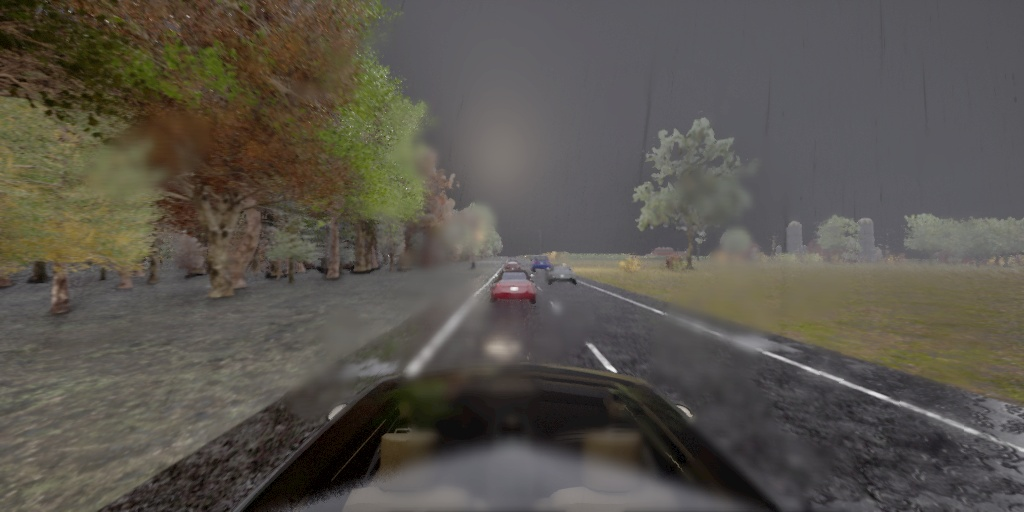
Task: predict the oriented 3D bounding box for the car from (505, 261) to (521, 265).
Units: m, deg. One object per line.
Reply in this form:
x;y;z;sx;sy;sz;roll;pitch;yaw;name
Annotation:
0.094;1.269;43.819;1.812;1.442;4.674;0;0;0;car

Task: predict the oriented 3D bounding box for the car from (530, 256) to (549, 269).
3.580;0.965;45.636;2.150;2.045;5.566;0;0;0;car

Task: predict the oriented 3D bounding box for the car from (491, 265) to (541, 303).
0.099;1.314;16.684;1.994;1.385;4.181;0;0;0;car

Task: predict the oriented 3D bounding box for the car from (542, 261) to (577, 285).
3.528;1.312;26.490;1.994;1.385;4.181;0;0;1;car
